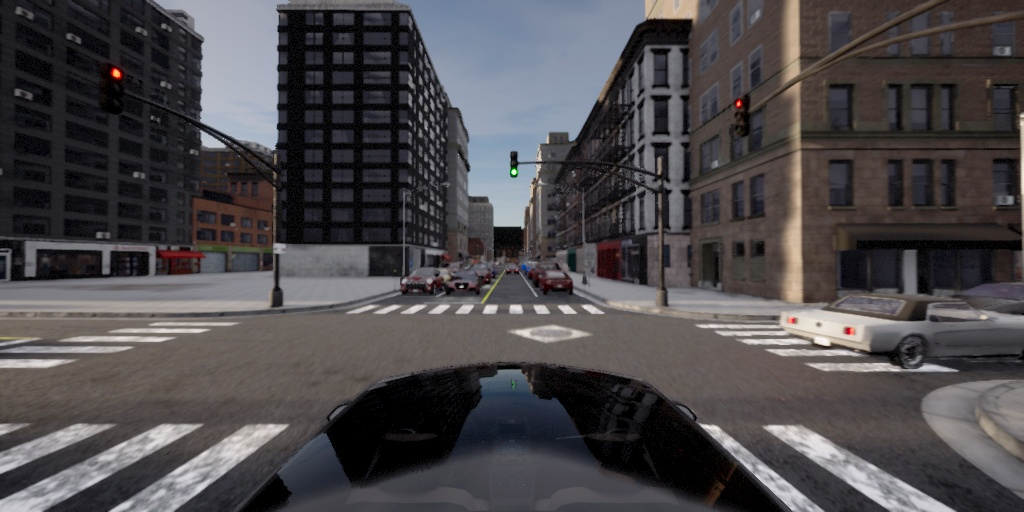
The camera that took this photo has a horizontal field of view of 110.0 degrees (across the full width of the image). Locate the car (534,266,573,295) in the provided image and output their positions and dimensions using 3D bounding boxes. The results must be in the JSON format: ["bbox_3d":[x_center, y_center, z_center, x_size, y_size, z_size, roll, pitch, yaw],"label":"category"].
[{"bbox_3d":[2.631,1.548,22.027,1.888,1.381,4.507,0,0,0],"label":"car"}]

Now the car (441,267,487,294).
[{"bbox_3d":[-2.858,1.572,22.206,1.994,1.385,4.181,0,-1,-1],"label":"car"}]

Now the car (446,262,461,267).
[{"bbox_3d":[-5.397,1.458,32.843,2.192,1.841,5.009,0,0,0],"label":"car"}]

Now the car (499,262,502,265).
[{"bbox_3d":[-2.834,1.914,49.719,1.994,1.385,4.181,0,-1,0],"label":"car"}]

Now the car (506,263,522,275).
[{"bbox_3d":[0.087,1.962,50.796,1.895,1.301,4.718,0,-1,0],"label":"car"}]

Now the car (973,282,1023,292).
[{"bbox_3d":[14.890,1.485,10.376,5.357,1.411,2.033,0,-1,0],"label":"car"}]

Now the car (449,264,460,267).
[{"bbox_3d":[-5.396,1.601,27.263,1.751,1.417,4.829,0,0,0],"label":"car"}]

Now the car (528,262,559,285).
[{"bbox_3d":[2.630,1.386,27.436,2.192,1.841,5.009,0,0,0],"label":"car"}]

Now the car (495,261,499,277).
[{"bbox_3d":[-2.849,1.579,39.702,2.097,1.767,4.553,0,-1,0],"label":"car"}]

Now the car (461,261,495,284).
[{"bbox_3d":[-2.843,1.468,30.828,2.097,1.767,4.553,0,-1,0],"label":"car"}]

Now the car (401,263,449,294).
[{"bbox_3d":[-5.394,1.447,22.025,1.967,1.591,4.097,0,0,0],"label":"car"}]

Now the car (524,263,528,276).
[{"bbox_3d":[2.626,1.751,38.254,1.888,1.381,4.507,0,0,0],"label":"car"}]

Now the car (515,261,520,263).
[{"bbox_3d":[0.021,2.074,63.016,1.994,1.385,4.181,0,-1,0],"label":"car"}]

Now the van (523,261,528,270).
[{"bbox_3d":[2.625,1.613,43.664,1.690,1.789,3.998,0,0,0],"label":"van"}]

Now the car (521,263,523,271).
[{"bbox_3d":[2.623,1.905,49.073,1.948,1.339,4.313,0,0,0],"label":"car"}]

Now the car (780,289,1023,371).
[{"bbox_3d":[8.562,1.474,7.581,4.718,1.301,1.895,0,-1,-6],"label":"car"}]
